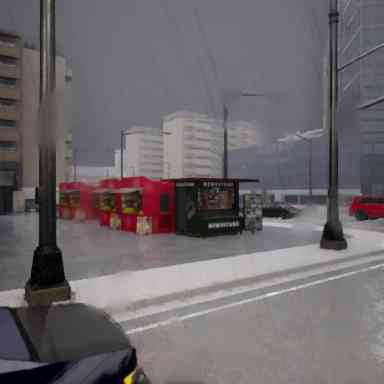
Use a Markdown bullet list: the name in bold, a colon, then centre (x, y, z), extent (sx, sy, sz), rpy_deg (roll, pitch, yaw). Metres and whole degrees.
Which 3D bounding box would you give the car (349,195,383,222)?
- **car**: centre (14.928, 1.288, 25.348), extent (2.150, 2.045, 5.566), rpy_deg (0, 0, -36)

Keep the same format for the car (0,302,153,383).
- **car**: centre (-2.880, 1.547, 1.927), extent (5.357, 1.411, 2.033), rpy_deg (0, 0, -36)

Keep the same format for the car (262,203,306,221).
- **car**: centre (7.801, 1.703, 29.209), extent (1.994, 1.385, 4.181), rpy_deg (0, -1, -36)

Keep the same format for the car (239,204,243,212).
- **car**: centre (4.577, 1.823, 39.608), extent (2.033, 1.411, 5.357), rpy_deg (0, -1, -36)
